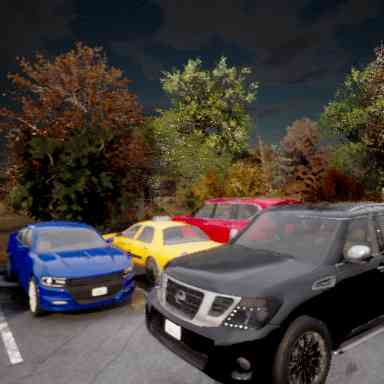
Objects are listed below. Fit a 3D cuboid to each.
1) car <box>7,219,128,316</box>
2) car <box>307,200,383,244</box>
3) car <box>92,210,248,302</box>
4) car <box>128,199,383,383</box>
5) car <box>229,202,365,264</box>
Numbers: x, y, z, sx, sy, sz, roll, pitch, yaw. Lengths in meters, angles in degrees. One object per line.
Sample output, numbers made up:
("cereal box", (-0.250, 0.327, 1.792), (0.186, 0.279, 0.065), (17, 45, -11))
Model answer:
("car", (-3.072, 1.476, 7.877), (2.097, 1.535, 5.008), (0, 0, -36))
("car", (8.141, 1.320, 15.920), (2.185, 1.767, 4.553), (0, 0, -36))
("car", (-1.012, 1.467, 9.570), (1.946, 1.575, 5.366), (0, 0, -36))
("car", (2.043, 1.213, 5.371), (5.566, 2.045, 2.150), (0, 0, -35))
("car", (3.747, 1.332, 12.703), (2.185, 1.767, 4.553), (0, 0, -36))
